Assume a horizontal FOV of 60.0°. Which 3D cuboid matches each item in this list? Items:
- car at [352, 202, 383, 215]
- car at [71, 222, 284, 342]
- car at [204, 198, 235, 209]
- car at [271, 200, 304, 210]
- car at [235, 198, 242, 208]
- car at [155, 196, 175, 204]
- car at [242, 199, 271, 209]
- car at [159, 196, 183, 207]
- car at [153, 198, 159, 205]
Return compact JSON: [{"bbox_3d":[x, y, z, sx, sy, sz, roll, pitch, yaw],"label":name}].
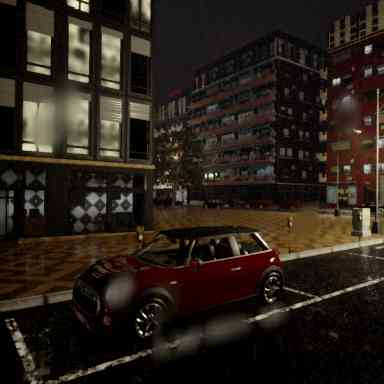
[{"bbox_3d":[20.007,1.730,36.755,1.947,1.339,4.313,1,-1,-35],"label":"car"},{"bbox_3d":[-0.151,1.441,6.430,4.097,1.590,1.967,0,1,-35],"label":"car"},{"bbox_3d":[3.355,1.677,45.839,2.008,1.369,4.403,1,-1,-35],"label":"car"},{"bbox_3d":[13.475,1.806,46.026,1.802,1.307,4.206,1,-1,-35],"label":"car"},{"bbox_3d":[6.943,1.725,55.298,1.967,1.590,4.097,1,-1,-35],"label":"car"},{"bbox_3d":[-6.121,1.724,73.842,2.192,1.841,5.009,1,-1,-35],"label":"car"},{"bbox_3d":[10.209,1.799,50.662,1.887,1.381,4.507,1,-1,-35],"label":"car"},{"bbox_3d":[-3.177,1.732,55.110,1.887,1.381,4.507,1,-1,-35],"label":"car"},{"bbox_3d":[-6.443,1.763,59.746,1.887,1.381,4.507,1,-1,-35],"label":"car"}]
